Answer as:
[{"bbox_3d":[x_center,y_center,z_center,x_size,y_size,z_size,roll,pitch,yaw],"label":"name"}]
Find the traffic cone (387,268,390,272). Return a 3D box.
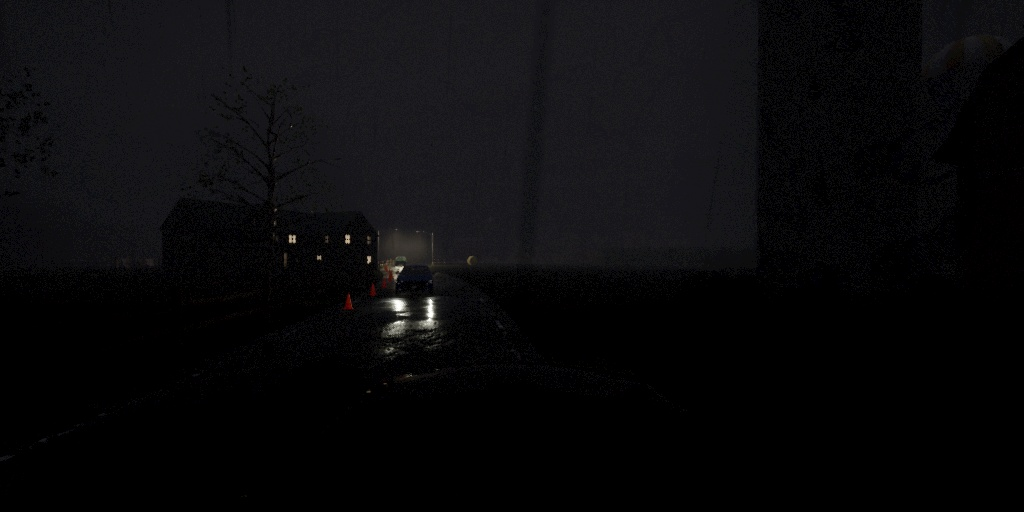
[{"bbox_3d":[-12.540,1.730,37.256,0.340,0.580,0.340,0,0,-20],"label":"traffic cone"}]

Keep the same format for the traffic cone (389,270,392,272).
[{"bbox_3d":[-10.950,1.724,32.603,0.340,0.580,0.340,0,0,-18],"label":"traffic cone"}]

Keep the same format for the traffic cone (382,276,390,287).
[{"bbox_3d":[-8.243,1.716,23.151,0.340,0.580,0.340,0,0,-14],"label":"traffic cone"}]

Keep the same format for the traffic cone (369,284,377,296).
[{"bbox_3d":[-7.129,1.712,18.362,0.340,0.580,0.340,0,0,-12],"label":"traffic cone"}]

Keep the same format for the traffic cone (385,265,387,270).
[{"bbox_3d":[-16.188,1.742,46.445,0.340,0.580,0.340,0,0,-22],"label":"traffic cone"}]

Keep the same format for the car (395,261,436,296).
[{"bbox_3d":[-5.268,1.234,19.701,1.882,1.535,5.008,0,0,-13],"label":"car"}]

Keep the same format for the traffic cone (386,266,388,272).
[{"bbox_3d":[-14.284,1.736,41.852,0.340,0.580,0.340,0,0,-22],"label":"traffic cone"}]

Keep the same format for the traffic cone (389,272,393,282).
[{"bbox_3d":[-9.517,1.720,27.899,0.340,0.580,0.340,0,0,-16],"label":"traffic cone"}]

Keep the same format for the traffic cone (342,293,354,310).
[{"bbox_3d":[-6.176,1.709,13.538,0.340,0.580,0.340,0,0,-10],"label":"traffic cone"}]
